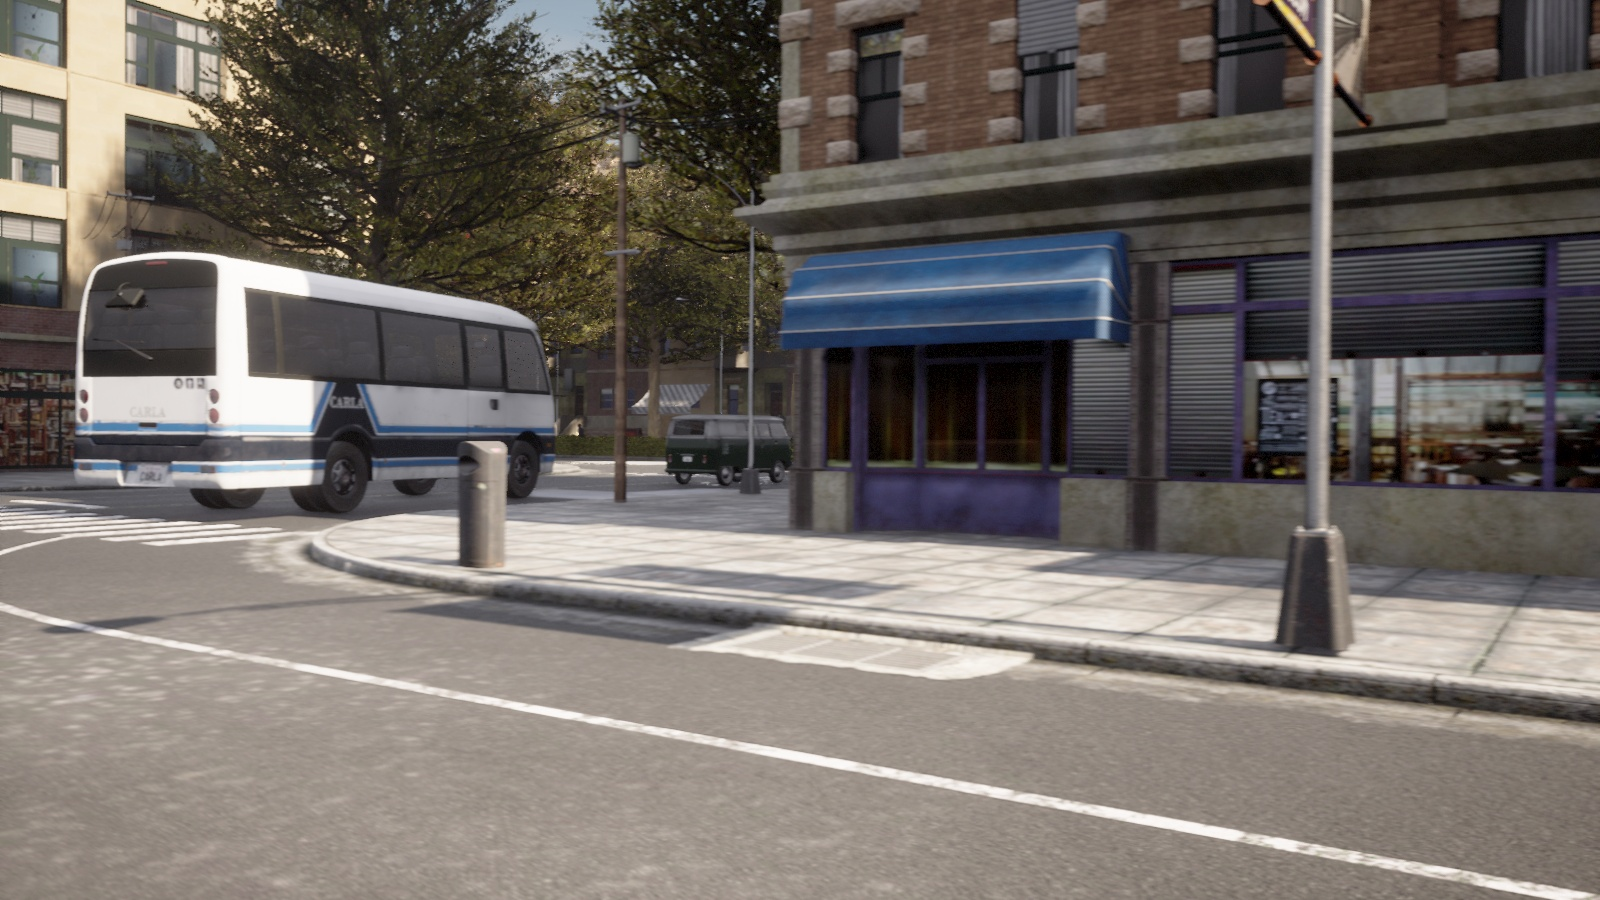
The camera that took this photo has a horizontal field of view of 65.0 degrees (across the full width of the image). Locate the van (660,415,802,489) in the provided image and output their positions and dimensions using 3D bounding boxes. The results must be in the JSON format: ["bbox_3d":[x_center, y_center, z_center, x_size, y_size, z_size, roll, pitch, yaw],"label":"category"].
[{"bbox_3d":[-1.890,0.011,35.950,1.775,1.987,4.442,0,1,33],"label":"van"}]

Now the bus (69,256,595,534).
[{"bbox_3d":[-8.340,-0.907,24.728,3.944,4.253,10.273,0,1,20],"label":"bus"}]
